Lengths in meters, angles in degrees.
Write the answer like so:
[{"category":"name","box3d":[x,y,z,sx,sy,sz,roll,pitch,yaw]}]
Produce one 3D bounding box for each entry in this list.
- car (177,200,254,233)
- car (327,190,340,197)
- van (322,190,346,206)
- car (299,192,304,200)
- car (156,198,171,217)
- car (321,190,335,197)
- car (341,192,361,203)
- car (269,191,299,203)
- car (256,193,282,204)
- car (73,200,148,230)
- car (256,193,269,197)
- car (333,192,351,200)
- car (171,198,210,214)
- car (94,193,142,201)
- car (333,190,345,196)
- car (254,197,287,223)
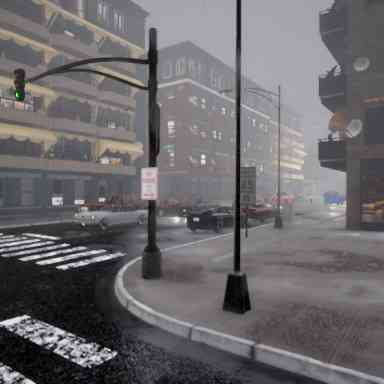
[{"category":"car","box3d":[1.409,1.346,17.961,1.947,1.339,4.313,2,2,35]},{"category":"car","box3d":[33.038,0.333,77.487,1.802,1.307,4.206,2,2,35]},{"category":"van","box3d":[17.437,0.720,40.737,1.690,1.788,3.998,2,2,35]},{"category":"car","box3d":[17.013,0.717,54.706,1.947,1.339,4.313,2,2,35]},{"category":"car","box3d":[-2.217,1.178,27.370,1.887,1.381,4.507,2,2,35]},{"category":"car","box3d":[29.834,0.376,72.931,1.887,1.381,4.507,2,2,35]},{"category":"car","box3d":[23.845,0.762,49.853,1.887,1.381,4.507,2,2,35]},{"category":"car","box3d":[11.502,0.715,42.328,2.097,1.767,4.553,1,1,36]},{"category":"car","box3d":[10.603,0.878,45.594,1.947,1.339,4.313,2,2,35]},{"category":"car","box3d":[-4.549,1.366,19.565,1.895,1.301,4.718,1,1,35]},{"category":"car","box3d":[5.797,1.010,34.267,1.837,1.490,4.892,1,1,35]},{"category":"car","box3d":[25.883,0.694,57.272,1.895,1.301,4.718,1,1,35]},{"category":"car","box3d":[0.545,1.201,26.830,1.994,1.385,4.181,1,1,34]},{"category":"car","box3d":[-5.420,1.029,22.808,2.192,1.841,5.009,2,2,35]},{"category":"car","box3d":[36.243,0.253,82.044,1.802,1.307,4.206,2,2,35]},{"category":"car","box3d":[4.614,1.282,22.517,1.802,1.307,4.206,2,2,35]}]
